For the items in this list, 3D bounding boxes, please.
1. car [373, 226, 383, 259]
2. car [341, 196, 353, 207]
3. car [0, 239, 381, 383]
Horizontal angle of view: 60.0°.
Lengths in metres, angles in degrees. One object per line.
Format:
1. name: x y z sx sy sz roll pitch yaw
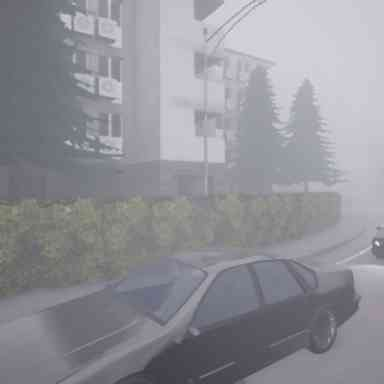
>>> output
1. car: 7.862 1.469 11.745 2.033 1.411 5.357 0 0 40
2. car: 18.999 1.243 44.034 2.128 1.511 4.902 0 0 -17
3. car: 0.243 1.531 4.472 5.357 1.411 2.033 0 0 -38
